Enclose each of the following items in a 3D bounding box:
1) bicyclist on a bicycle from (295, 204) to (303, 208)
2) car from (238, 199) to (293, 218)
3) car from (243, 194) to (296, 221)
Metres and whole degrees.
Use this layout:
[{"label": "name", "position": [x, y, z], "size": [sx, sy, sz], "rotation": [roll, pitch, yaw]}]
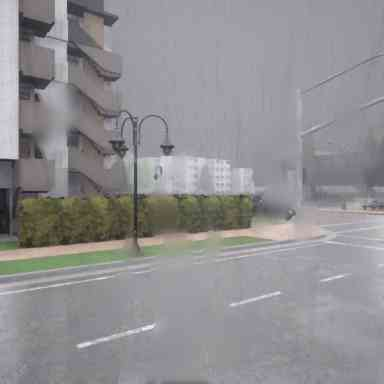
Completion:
[{"label": "bicyclist on a bicycle", "position": [13.423, 1.301, 41.677], "size": [1.656, 1.620, 0.582], "rotation": [0, 0, -39]}, {"label": "car", "position": [6.882, 1.478, 31.644], "size": [1.882, 1.535, 5.008], "rotation": [0, 0, -37]}, {"label": "car", "position": [5.776, 1.222, 27.326], "size": [2.150, 2.045, 5.566], "rotation": [0, 0, -38]}]
